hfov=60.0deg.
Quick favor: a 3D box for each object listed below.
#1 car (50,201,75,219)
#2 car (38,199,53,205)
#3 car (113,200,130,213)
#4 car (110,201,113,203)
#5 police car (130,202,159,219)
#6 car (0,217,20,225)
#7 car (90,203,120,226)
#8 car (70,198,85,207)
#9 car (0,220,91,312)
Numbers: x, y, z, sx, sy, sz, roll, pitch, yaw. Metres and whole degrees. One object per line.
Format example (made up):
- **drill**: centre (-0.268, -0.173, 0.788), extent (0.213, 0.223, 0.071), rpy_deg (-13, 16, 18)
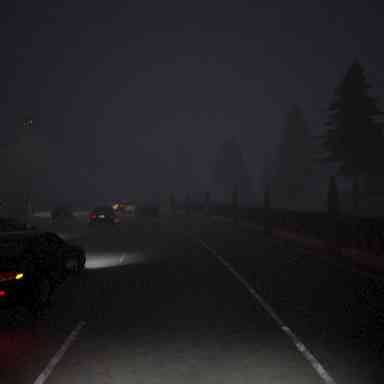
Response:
- **car**: centre (-13.059, 1.927, 33.579), extent (1.812, 1.442, 4.674), rpy_deg (0, -1, -20)
- **car**: centre (-34.720, 2.399, 79.195), extent (5.008, 1.535, 1.882), rpy_deg (-1, -1, 40)
- **car**: centre (-8.785, 1.958, 44.632), extent (1.801, 1.575, 5.366), rpy_deg (0, -1, -24)
- **car**: centre (-11.673, 2.030, 50.544), extent (1.801, 1.575, 5.366), rpy_deg (0, -1, -28)
- **police car**: centre (-4.741, 1.805, 34.356), extent (1.930, 1.638, 5.238), rpy_deg (0, -1, -19)
- **car**: centre (-8.030, 1.720, 13.604), extent (2.033, 1.411, 5.357), rpy_deg (0, -1, -8)
- **car**: centre (-7.098, 1.852, 26.411), extent (2.033, 1.411, 5.357), rpy_deg (0, -1, -15)
- **car**: centre (-23.200, 2.031, 66.733), extent (2.097, 1.767, 4.553), rpy_deg (0, -1, -38)
- **car**: centre (-3.899, 1.623, 7.771), extent (1.812, 1.442, 4.674), rpy_deg (0, -1, -4)
